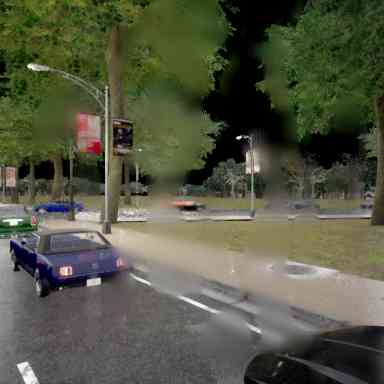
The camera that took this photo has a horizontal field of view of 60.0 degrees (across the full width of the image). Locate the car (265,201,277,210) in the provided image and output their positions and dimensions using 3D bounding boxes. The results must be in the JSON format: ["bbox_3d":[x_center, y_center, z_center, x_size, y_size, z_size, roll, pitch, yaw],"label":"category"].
[{"bbox_3d":[12.276,1.797,45.794,4.181,1.385,1.994,0,0,-14],"label":"car"}]

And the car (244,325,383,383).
[{"bbox_3d":[2.346,1.478,1.248,1.882,1.535,5.008,0,0,-37],"label":"car"}]

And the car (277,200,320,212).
[{"bbox_3d":[14.056,1.732,42.889,4.902,1.511,2.128,0,0,-14],"label":"car"}]

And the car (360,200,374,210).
[{"bbox_3d":[27.481,1.845,49.573,4.892,1.490,1.837,1,0,-14],"label":"car"}]

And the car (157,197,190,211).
[{"bbox_3d":[-2.083,1.498,42.147,4.553,1.767,2.097,0,0,-14],"label":"car"}]

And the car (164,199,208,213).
[{"bbox_3d":[-0.565,1.752,39.178,4.718,1.301,1.895,0,0,-14],"label":"car"}]

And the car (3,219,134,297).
[{"bbox_3d":[-3.413,1.601,8.732,1.895,1.301,4.718,0,0,-38],"label":"car"}]

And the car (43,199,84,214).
[{"bbox_3d":[-14.216,1.550,35.713,5.008,1.535,1.882,1,0,-14],"label":"car"}]

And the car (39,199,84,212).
[{"bbox_3d":[-15.153,1.596,38.817,4.674,1.442,1.812,1,0,-14],"label":"car"}]

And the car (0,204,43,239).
[{"bbox_3d":[-8.891,1.352,15.859,2.097,1.767,4.553,0,0,-38],"label":"car"}]
